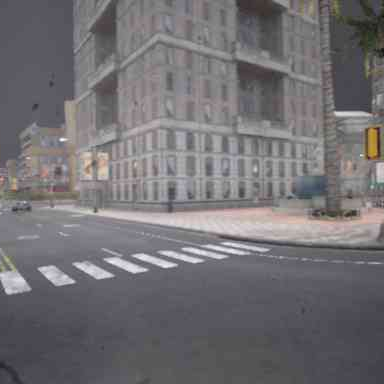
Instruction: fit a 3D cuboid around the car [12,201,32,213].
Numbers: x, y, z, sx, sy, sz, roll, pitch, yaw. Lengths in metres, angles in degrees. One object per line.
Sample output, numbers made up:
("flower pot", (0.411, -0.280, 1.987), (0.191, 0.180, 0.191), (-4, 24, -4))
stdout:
("car", (-22.303, 1.866, 43.572), (2.128, 1.511, 4.902), (-1, 0, -35))
